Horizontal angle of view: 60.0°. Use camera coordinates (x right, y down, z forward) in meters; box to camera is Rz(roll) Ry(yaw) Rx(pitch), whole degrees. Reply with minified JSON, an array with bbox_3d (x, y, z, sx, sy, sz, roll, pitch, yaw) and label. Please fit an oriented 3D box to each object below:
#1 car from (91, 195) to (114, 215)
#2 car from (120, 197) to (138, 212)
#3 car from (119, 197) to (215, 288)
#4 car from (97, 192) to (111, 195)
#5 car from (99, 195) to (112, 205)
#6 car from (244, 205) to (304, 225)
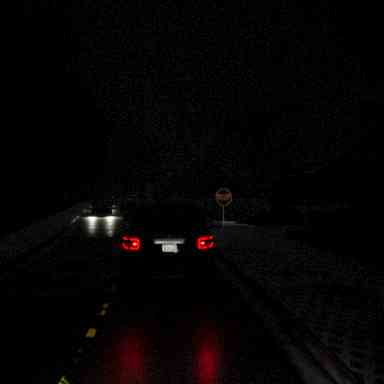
[{"bbox_3d":[-8.757,1.363,32.415,1.882,1.535,5.008,1,0,-14],"label":"car"},{"bbox_3d":[-7.294,1.362,38.292,1.882,1.535,5.008,1,0,-13],"label":"car"},{"bbox_3d":[-0.793,1.229,9.468,2.150,2.045,5.566,0,0,-7],"label":"car"},{"bbox_3d":[-11.290,1.055,42.630,2.150,2.045,5.566,1,0,-14],"label":"car"},{"bbox_3d":[-13.844,1.310,53.151,1.837,1.490,4.892,1,0,-13],"label":"car"},{"bbox_3d":[6.318,1.745,25.628,4.674,1.442,1.812,1,-3,-11],"label":"car"}]
